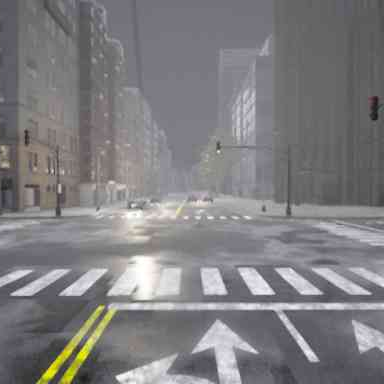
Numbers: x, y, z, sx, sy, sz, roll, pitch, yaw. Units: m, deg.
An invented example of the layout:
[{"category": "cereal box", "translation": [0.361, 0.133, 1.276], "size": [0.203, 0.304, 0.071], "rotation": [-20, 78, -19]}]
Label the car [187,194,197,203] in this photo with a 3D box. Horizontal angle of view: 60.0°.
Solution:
[{"category": "car", "translation": [0.023, 1.344, 66.177], "size": [2.128, 1.511, 4.902], "rotation": [0, 0, 0]}]

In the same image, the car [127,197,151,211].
[{"category": "car", "translation": [-6.573, 1.406, 39.985], "size": [2.128, 1.511, 4.902], "rotation": [0, 0, 0]}]

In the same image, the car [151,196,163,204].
[{"category": "car", "translation": [-6.481, 1.412, 61.373], "size": [2.033, 1.411, 5.357], "rotation": [0, 0, 0]}]

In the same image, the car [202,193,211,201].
[{"category": "car", "translation": [3.276, 1.130, 76.596], "size": [1.882, 1.535, 5.008], "rotation": [0, 0, 0]}]

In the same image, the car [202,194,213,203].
[{"category": "car", "translation": [3.273, 1.374, 66.593], "size": [1.812, 1.442, 4.674], "rotation": [0, 0, 0]}]

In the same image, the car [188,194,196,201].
[{"category": "car", "translation": [0.026, 1.152, 76.598], "size": [1.837, 1.490, 4.892], "rotation": [0, 0, 0]}]
